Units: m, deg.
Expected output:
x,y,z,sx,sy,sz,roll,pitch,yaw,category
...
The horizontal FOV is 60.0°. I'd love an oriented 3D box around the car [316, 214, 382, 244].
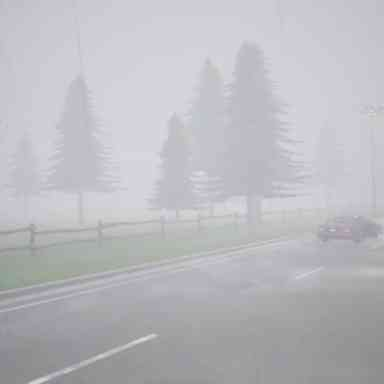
x,y,z,sx,sy,sz,roll,pitch,yaw,category
8.529,1.906,17.858,2.033,1.411,5.357,-3,-2,43,car
